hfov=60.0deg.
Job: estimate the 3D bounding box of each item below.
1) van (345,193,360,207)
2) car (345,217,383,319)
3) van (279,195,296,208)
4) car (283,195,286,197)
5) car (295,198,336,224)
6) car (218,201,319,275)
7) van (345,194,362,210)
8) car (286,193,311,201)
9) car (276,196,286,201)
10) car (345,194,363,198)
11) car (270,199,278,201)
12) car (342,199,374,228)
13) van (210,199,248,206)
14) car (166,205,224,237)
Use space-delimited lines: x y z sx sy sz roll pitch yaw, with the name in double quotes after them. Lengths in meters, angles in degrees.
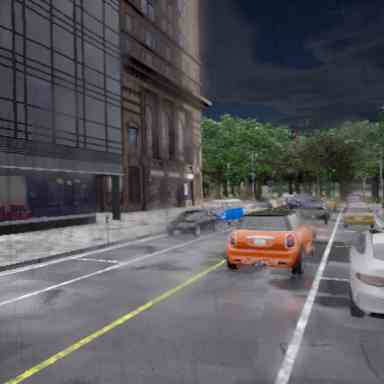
21.753 1.101 45.021 1.690 1.788 3.998 -2 0 25 "van"
4.183 1.465 6.749 1.812 1.442 4.674 -2 0 25 "car"
14.042 1.320 48.650 1.690 1.788 3.998 -2 0 25 "van"
11.730 1.443 43.729 1.967 1.590 4.097 -2 0 25 "car"
9.022 1.427 24.199 2.128 1.511 4.902 -2 0 25 "car"
2.725 1.354 10.819 2.097 1.767 4.553 -2 -1 25 "car"
19.439 1.124 40.101 1.690 1.788 3.998 -2 0 25 "van"
13.662 1.161 41.456 2.150 2.045 5.566 -2 -1 26 "car"
9.345 1.552 38.654 1.752 1.417 4.829 -2 0 25 "car"
14.812 1.271 30.259 1.967 1.590 4.097 -2 0 25 "car"
7.104 1.616 33.887 1.947 1.339 4.313 -2 0 25 "car"
10.258 1.404 20.572 1.752 1.417 4.829 -2 0 25 "car"
2.469 1.440 24.048 1.690 1.788 3.998 -2 0 25 "van"
0.161 1.690 19.126 1.947 1.339 4.313 -2 0 25 "car"
